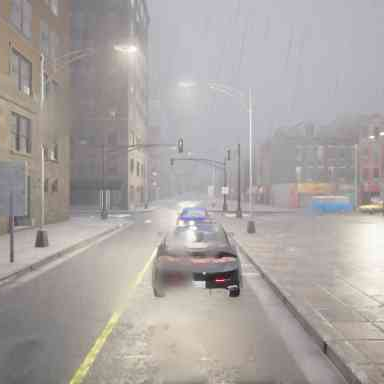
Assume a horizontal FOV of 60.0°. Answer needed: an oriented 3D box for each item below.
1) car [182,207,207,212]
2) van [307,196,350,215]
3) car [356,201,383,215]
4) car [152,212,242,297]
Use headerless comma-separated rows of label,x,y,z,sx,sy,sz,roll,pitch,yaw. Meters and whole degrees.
car,0.124,1.525,17.811,1.812,1.442,4.674,0,0,1
van,13.771,1.337,33.595,3.998,1.788,1.690,0,0,0
car,19.213,1.517,33.581,4.829,1.417,1.752,0,0,0
car,0.105,1.491,8.545,2.128,1.511,4.902,0,0,0
